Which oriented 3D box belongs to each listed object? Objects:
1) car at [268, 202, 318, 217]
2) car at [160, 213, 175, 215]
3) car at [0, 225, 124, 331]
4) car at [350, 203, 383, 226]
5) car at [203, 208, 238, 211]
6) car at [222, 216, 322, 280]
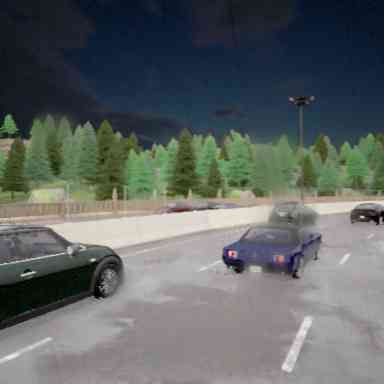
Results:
[{"bbox_3d":[6.925,1.474,22.533,2.097,1.767,4.553,-1,0,37],"label":"car"},{"bbox_3d":[-1.777,1.772,34.299,1.812,1.442,4.674,-1,-1,40],"label":"car"},{"bbox_3d":[-3.323,1.412,6.342,2.097,1.767,4.553,0,-1,26],"label":"car"},{"bbox_3d":[13.407,1.583,24.861,1.882,1.535,5.008,-1,-1,41],"label":"car"},{"bbox_3d":[2.767,1.712,28.844,1.812,1.442,4.674,-1,-1,40],"label":"car"},{"bbox_3d":[2.725,1.659,10.281,1.895,1.301,4.718,-1,0,30],"label":"car"}]
